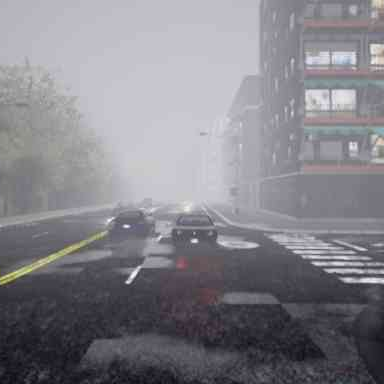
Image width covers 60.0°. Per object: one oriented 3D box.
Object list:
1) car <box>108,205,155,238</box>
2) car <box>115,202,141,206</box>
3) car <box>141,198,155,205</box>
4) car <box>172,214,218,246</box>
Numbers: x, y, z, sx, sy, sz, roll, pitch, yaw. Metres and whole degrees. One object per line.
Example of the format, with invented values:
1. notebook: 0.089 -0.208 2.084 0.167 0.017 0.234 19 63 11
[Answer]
1. car: -3.146 1.622 18.013 1.994 1.385 4.181 0 0 0
2. car: -6.602 1.633 32.613 1.895 1.301 4.718 0 0 0
3. car: -6.578 1.576 49.706 1.812 1.442 4.674 0 0 0
4. car: 0.113 1.681 15.691 1.895 1.301 4.718 1 0 0
